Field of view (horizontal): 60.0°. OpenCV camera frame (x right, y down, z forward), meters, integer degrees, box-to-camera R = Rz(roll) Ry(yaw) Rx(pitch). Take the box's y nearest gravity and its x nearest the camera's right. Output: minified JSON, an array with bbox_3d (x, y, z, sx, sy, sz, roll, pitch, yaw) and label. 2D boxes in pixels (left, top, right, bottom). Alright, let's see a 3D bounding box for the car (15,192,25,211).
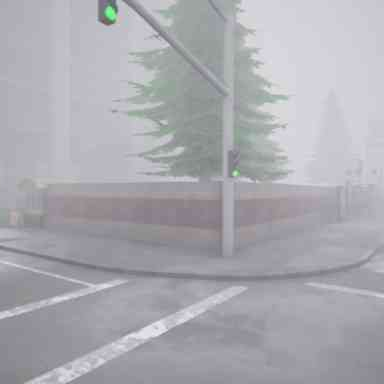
[{"bbox_3d":[-14.399,0.905,30.205,3.866,1.878,1.905,0,0,36],"label":"car"}]
